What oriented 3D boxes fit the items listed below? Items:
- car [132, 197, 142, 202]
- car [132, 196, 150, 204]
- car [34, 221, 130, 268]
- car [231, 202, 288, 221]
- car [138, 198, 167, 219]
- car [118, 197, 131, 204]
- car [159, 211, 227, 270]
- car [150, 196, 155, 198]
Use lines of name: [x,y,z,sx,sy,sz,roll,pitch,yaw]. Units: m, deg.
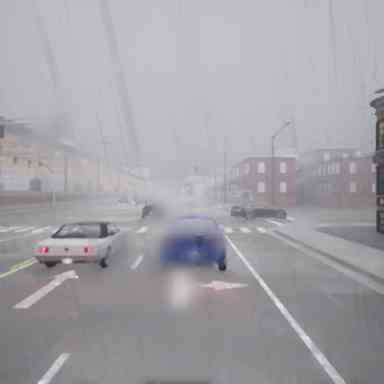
car: [-14.015,1.859,85.299,1.895,1.301,4.718,0,0,0]
car: [-10.512,1.573,68.978,2.097,1.767,4.553,0,0,0]
car: [-3.432,1.637,11.424,1.895,1.301,4.718,0,0,0]
car: [5.617,1.579,27.696,4.902,1.511,2.128,0,-1,-20]
car: [-3.419,1.601,30.546,1.837,1.490,4.892,0,0,0]
car: [-14.012,1.770,68.954,1.994,1.385,4.181,0,0,0]
car: [0.063,1.514,11.163,1.882,1.535,5.008,0,0,0]
car: [-10.515,1.764,85.326,1.837,1.490,4.892,0,0,0]
